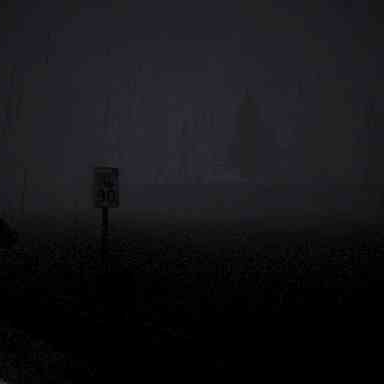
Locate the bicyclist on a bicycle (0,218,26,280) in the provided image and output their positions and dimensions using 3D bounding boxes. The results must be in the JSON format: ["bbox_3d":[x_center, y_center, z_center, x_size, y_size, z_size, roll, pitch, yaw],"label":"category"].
[{"bbox_3d":[-4.401,1.225,7.342,0.582,1.620,1.656,0,-9,37],"label":"bicyclist on a bicycle"}]
